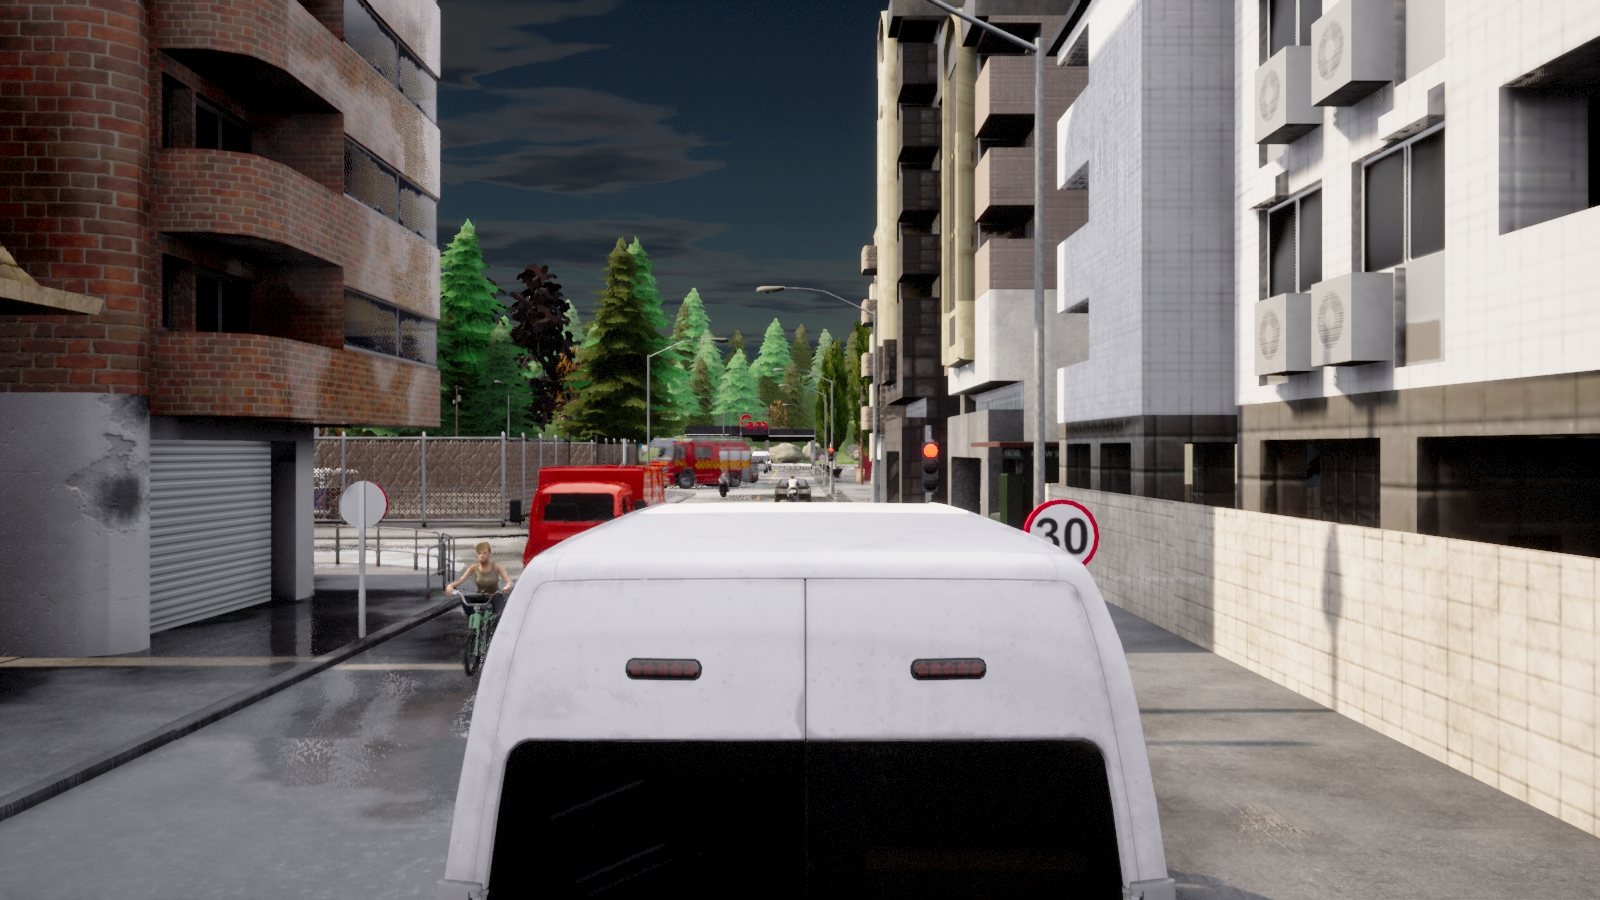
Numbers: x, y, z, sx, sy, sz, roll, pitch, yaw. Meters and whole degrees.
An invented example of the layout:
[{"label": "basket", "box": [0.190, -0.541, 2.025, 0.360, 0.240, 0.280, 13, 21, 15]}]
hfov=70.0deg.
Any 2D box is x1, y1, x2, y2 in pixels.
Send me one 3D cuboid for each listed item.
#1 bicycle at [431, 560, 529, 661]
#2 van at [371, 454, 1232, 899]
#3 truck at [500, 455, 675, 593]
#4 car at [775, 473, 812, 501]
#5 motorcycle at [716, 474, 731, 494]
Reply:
[{"label": "bicycle", "box": [-4.072, 2.030, 14.657, 0.859, 1.080, 1.487, 0, 0, -1]}, {"label": "van", "box": [-0.009, 1.312, 5.597, 1.988, 2.561, 5.915, 0, 0, 0]}, {"label": "truck", "box": [-4.110, 1.339, 23.210, 2.627, 2.467, 5.204, 0, 0, 0]}, {"label": "car", "box": [-0.339, 1.912, 60.159, 1.895, 1.301, 4.718, 0, 0, 0]}, {"label": "motorcycle", "box": [-4.433, 1.967, 66.300, 0.803, 1.145, 2.033, 0, 0, 0]}]
